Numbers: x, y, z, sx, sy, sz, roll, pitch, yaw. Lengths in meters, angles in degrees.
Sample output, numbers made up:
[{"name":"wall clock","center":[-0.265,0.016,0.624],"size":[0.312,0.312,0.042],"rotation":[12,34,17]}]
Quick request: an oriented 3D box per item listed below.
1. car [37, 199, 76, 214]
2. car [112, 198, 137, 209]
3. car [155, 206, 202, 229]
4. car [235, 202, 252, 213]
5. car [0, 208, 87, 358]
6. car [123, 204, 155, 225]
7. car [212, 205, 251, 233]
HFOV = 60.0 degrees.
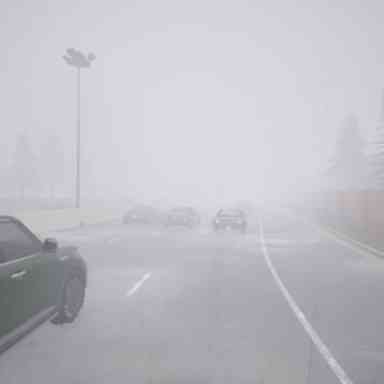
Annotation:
[{"name":"car","center":[-15.547,1.630,38.475],"size":[1.837,1.490,4.892],"rotation":[0,-1,11]},{"name":"car","center":[-9.902,1.714,49.145],"size":[1.837,1.490,4.892],"rotation":[0,-1,11]},{"name":"car","center":[-0.586,1.664,22.642],"size":[2.033,1.411,5.357],"rotation":[0,0,11]},{"name":"car","center":[5.813,1.799,37.955],"size":[1.994,1.385,4.181],"rotation":[0,0,11]},{"name":"car","center":[-3.196,1.227,4.085],"size":[2.150,2.045,5.566],"rotation":[0,0,3]},{"name":"car","center":[-3.639,1.678,25.193],"size":[1.994,1.385,4.181],"rotation":[0,0,11]},{"name":"car","center":[2.514,1.737,20.917],"size":[1.895,1.301,4.718],"rotation":[0,0,12]}]
